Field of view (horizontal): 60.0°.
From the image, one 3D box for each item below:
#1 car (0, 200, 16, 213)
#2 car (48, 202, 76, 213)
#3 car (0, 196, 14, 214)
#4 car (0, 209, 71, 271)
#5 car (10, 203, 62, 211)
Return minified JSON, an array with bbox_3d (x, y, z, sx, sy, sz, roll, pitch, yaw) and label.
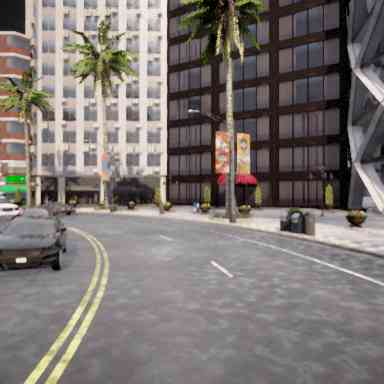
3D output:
[{"bbox_3d":[-23.711,1.766,40.251,4.674,1.442,1.812,0,0,24],"label":"car"},{"bbox_3d":[-14.613,1.759,35.297,5.357,1.411,2.033,0,0,35],"label":"car"},{"bbox_3d":[-16.629,1.389,28.039,5.566,2.045,2.150,0,0,39],"label":"car"},{"bbox_3d":[-5.279,1.545,11.162,1.882,1.535,5.008,0,0,-18],"label":"car"},{"bbox_3d":[-9.595,1.647,20.259,1.812,1.442,4.674,0,0,-35],"label":"car"}]
